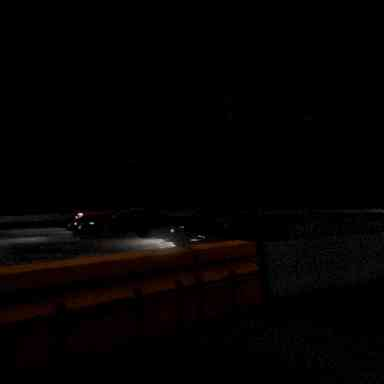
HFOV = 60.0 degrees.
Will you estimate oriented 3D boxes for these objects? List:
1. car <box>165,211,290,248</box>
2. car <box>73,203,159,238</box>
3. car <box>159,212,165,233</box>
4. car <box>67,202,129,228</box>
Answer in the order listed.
[{"bbox_3d":[1.705,1.572,13.265,5.008,1.535,1.882,1,0,-31],"label":"car"},{"bbox_3d":[-3.606,1.563,18.188,4.902,1.511,2.128,1,0,-32],"label":"car"},{"bbox_3d":[0.782,1.670,16.784,4.181,1.385,1.994,1,0,-31],"label":"car"},{"bbox_3d":[-5.445,1.423,21.144,4.553,1.767,2.097,1,0,-32],"label":"car"}]
